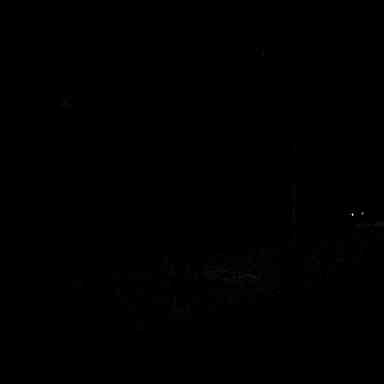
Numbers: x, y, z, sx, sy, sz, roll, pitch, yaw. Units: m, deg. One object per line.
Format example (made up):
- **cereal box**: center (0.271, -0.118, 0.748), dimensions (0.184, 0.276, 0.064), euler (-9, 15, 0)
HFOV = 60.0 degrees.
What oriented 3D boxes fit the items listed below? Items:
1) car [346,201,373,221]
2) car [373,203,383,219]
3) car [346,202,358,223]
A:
- **car**: center (10.885, 1.209, 26.595), dimensions (2.150, 2.045, 5.566), euler (0, 0, -35)
- **car**: center (15.885, 1.580, 29.030), dimensions (1.947, 1.339, 4.313), euler (0, 0, -35)
- **car**: center (9.347, 1.540, 24.374), dimensions (1.947, 1.339, 4.313), euler (0, 0, -35)
